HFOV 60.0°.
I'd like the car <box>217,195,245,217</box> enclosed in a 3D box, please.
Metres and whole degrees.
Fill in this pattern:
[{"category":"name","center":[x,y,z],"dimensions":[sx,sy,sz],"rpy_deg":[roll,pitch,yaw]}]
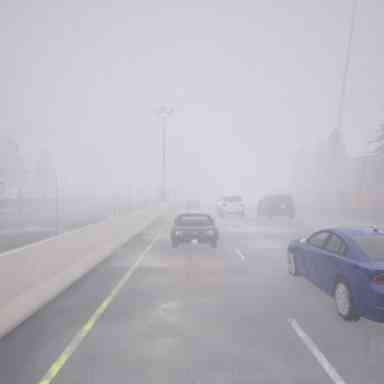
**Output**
[{"category":"car","center":[3.604,1.279,31.574],"dimensions":[2.150,2.045,5.566],"rpy_deg":[0,0,0]}]

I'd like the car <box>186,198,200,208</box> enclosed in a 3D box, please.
[{"category":"car","center":[0.122,1.609,47.170],"dimensions":[1.812,1.442,4.674],"rpy_deg":[0,0,0]}]

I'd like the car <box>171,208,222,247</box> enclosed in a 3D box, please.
[{"category":"car","center":[0.101,1.628,15.207],"dimensions":[1.895,1.301,4.718],"rpy_deg":[0,0,0]}]

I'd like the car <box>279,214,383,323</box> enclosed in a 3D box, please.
[{"category":"car","center":[3.601,1.491,7.333],"dimensions":[1.882,1.535,5.008],"rpy_deg":[0,0,0]}]

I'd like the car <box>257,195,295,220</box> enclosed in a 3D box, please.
[{"category":"car","center":[7.102,1.273,28.548],"dimensions":[2.150,2.045,5.566],"rpy_deg":[0,0,0]}]
